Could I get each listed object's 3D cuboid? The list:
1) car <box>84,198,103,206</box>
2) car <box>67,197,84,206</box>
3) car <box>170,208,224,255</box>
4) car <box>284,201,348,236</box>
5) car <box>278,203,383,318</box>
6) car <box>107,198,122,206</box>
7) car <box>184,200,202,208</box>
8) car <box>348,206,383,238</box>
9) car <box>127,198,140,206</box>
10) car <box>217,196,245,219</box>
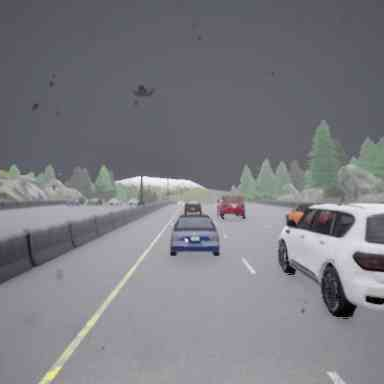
[{"bbox_3d":[-17.491,1.834,60.175,1.812,1.442,4.674,0,-1,0],"label":"car"},{"bbox_3d":[-20.990,1.674,60.245,2.097,1.767,4.553,0,0,0],"label":"car"},{"bbox_3d":[0.101,1.608,13.501,2.033,1.411,5.357,0,0,0],"label":"car"},{"bbox_3d":[7.102,1.442,19.683,2.097,1.767,4.553,0,0,0],"label":"car"},{"bbox_3d":[3.612,1.257,7.628,2.150,2.045,5.566,0,0,0],"label":"car"},{"bbox_3d":[-13.992,1.842,60.206,1.812,1.442,4.674,0,-1,0],"label":"car"},{"bbox_3d":[0.104,1.644,37.122,1.882,1.535,5.008,0,0,0],"label":"car"},{"bbox_3d":[10.602,1.589,18.184,1.837,1.490,4.892,0,0,0],"label":"car"},{"bbox_3d":[-10.492,1.837,60.174,1.812,1.442,4.674,0,-1,0],"label":"car"},{"bbox_3d":[3.592,1.362,31.161,2.150,2.045,5.566,0,0,0],"label":"car"}]
